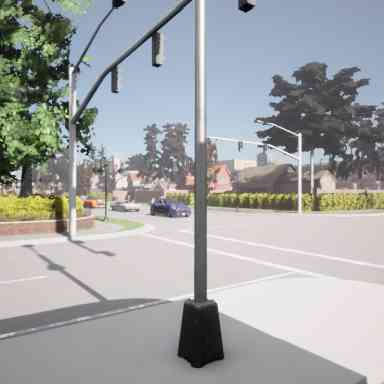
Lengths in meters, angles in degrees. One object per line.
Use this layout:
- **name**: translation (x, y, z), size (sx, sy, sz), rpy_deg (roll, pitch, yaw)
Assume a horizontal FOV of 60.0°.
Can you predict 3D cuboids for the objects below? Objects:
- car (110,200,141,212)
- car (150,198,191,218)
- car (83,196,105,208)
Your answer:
- **car**: translation (-7.785, 1.601, 38.743), size (1.895, 1.301, 4.718), rpy_deg (0, 0, -36)
- **car**: translation (-2.045, 1.352, 30.804), size (2.097, 1.767, 4.553), rpy_deg (0, 0, -36)
- **car**: translation (-13.672, 1.352, 46.885), size (2.097, 1.767, 4.553), rpy_deg (0, 0, -36)
